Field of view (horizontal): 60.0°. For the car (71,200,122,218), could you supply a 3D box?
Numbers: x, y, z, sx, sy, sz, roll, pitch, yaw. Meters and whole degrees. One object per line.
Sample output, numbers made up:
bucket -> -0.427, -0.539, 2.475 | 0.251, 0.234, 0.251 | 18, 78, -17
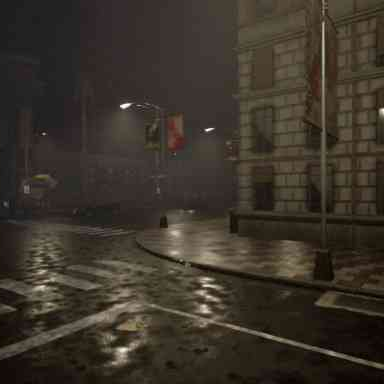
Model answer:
car -> -8.719, 1.491, 30.671 | 2.128, 1.511, 4.902 | 0, 0, 36

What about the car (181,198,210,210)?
car -> 0.524, 1.526, 43.181 | 1.812, 1.442, 4.674 | 0, 0, 37
